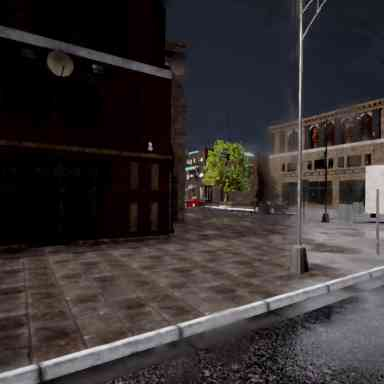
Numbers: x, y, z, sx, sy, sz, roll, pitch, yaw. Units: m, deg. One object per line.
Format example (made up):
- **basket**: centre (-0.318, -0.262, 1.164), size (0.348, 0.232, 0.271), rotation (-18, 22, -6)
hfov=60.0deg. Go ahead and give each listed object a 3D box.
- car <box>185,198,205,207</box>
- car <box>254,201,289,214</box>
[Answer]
- **car**: centre (0.421, 1.621, 51.459), size (1.887, 1.381, 4.507), rotation (1, -1, -27)
- **car**: centre (8.499, 1.624, 35.983), size (2.008, 1.369, 4.403), rotation (1, -1, -27)
